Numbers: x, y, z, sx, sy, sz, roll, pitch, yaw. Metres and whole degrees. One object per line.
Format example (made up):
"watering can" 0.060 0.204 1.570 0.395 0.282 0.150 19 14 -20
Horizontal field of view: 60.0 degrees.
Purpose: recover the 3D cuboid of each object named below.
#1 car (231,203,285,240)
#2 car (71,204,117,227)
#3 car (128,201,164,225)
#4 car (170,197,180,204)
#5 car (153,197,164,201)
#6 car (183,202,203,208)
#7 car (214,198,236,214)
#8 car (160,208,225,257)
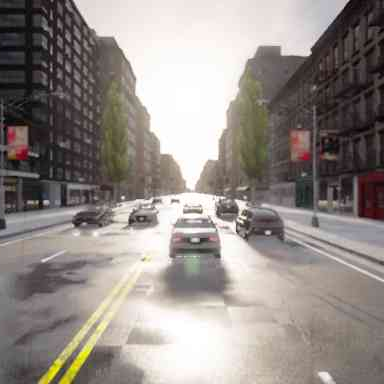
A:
"car" 3.346 1.528 17.028 1.837 1.490 4.892 0 0 0
"car" -6.605 1.577 23.104 2.033 1.411 5.357 0 0 0
"car" -3.354 1.595 24.098 1.994 1.385 4.181 0 0 0
"car" -3.270 1.671 65.040 1.895 1.301 4.718 0 0 0
"car" -6.519 1.669 64.551 1.895 1.301 4.718 0 0 0
"car" 0.093 1.640 31.429 1.895 1.301 4.718 0 0 0
"car" 3.343 1.393 32.799 2.097 1.767 4.553 0 0 0
"car" 0.087 1.565 12.974 2.033 1.411 5.357 0 0 0
